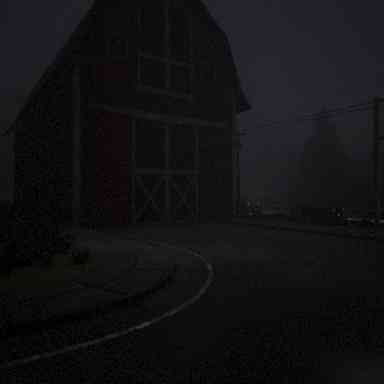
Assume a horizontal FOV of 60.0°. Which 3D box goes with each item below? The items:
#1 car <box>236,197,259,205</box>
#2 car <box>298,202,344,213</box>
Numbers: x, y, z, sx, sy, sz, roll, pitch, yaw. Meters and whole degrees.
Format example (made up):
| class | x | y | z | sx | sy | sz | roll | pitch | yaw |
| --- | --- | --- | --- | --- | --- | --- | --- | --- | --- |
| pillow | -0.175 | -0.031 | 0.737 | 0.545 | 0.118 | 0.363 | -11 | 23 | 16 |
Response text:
| class | x | y | z | sx | sy | sz | roll | pitch | yaw |
| --- | --- | --- | --- | --- | --- | --- | --- | --- | --- |
| car | 5.764 | 1.379 | 38.355 | 2.097 | 1.767 | 4.553 | 0 | 0 | -34 |
| car | 11.328 | 1.628 | 30.246 | 1.895 | 1.301 | 4.718 | 0 | 0 | -34 |
